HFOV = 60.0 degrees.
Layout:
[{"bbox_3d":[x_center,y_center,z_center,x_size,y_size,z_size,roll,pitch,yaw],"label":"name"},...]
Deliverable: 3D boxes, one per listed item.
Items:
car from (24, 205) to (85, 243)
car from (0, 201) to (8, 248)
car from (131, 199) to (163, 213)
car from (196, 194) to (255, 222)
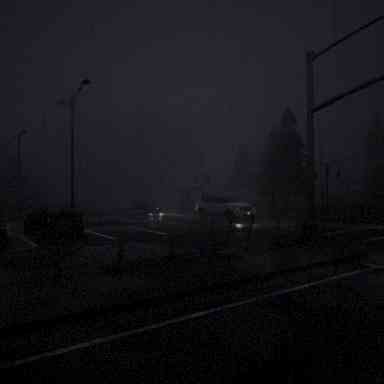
[{"bbox_3d":[-6.392,1.340,15.297,2.007,1.523,4.514,0,0,-36],"label":"car"},{"bbox_3d":[-8.901,1.331,13.414,2.152,1.636,5.027,0,0,-36],"label":"car"},{"bbox_3d":[-5.130,1.492,37.322,2.128,1.511,4.902,0,0,-36],"label":"car"},{"bbox_3d":[2.562,1.221,26.907,2.150,2.045,5.566,0,0,-36],"label":"car"}]
